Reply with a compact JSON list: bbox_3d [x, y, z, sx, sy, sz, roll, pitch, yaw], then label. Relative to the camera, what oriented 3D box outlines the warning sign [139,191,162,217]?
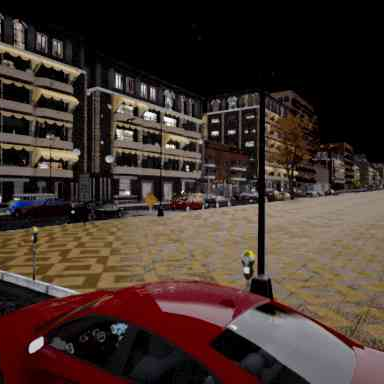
[{"bbox_3d":[-3.079,0.851,24.818,1.300,1.860,1.060,-1,0,35],"label":"warning sign"}]

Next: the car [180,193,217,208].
[{"bbox_3d":[0.876,0.950,39.229,1.882,1.535,5.008,1,1,35],"label":"car"}]

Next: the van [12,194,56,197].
[{"bbox_3d":[-13.578,1.035,28.510,1.690,1.788,3.998,2,2,35],"label":"van"}]

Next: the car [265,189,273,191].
[{"bbox_3d":[14.540,0.452,58.899,2.097,1.767,4.553,1,1,35],"label":"car"}]

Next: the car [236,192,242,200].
[{"bbox_3d":[8.649,0.650,60.539,1.947,1.339,4.313,2,2,35],"label":"car"}]

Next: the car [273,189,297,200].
[{"bbox_3d":[15.631,0.675,55.899,1.752,1.417,4.829,2,2,35],"label":"car"}]

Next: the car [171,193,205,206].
[{"bbox_3d":[-0.439,0.889,42.905,1.882,1.535,5.008,1,1,35],"label":"car"}]

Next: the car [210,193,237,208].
[{"bbox_3d":[2.830,1.050,37.460,2.008,1.369,4.403,2,2,35],"label":"car"}]

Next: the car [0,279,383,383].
[{"bbox_3d":[-0.318,1.544,3.094,4.507,1.381,1.887,0,0,36],"label":"car"}]

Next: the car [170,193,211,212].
[{"bbox_3d":[-0.346,1.132,32.885,1.887,1.381,4.507,2,2,35],"label":"car"}]

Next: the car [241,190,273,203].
[{"bbox_3d":[9.182,0.876,46.610,2.008,1.369,4.403,2,2,35],"label":"car"}]

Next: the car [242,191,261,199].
[{"bbox_3d":[11.728,0.525,64.972,1.752,1.417,4.829,2,2,35],"label":"car"}]

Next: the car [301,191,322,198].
[{"bbox_3d":[25.061,0.446,69.484,2.008,1.369,4.403,2,2,35],"label":"car"}]

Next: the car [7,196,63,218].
[{"bbox_3d":[-11.523,1.264,26.958,2.033,1.411,5.357,1,1,35],"label":"car"}]

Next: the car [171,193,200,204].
[{"bbox_3d":[-0.878,0.910,46.814,1.947,1.339,4.313,2,2,35],"label":"car"}]

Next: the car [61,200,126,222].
[{"bbox_3d":[-6.696,1.329,23.737,1.947,1.339,4.313,2,2,35],"label":"car"}]

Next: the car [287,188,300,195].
[{"bbox_3d":[24.530,-0.030,83.405,2.192,1.841,5.009,2,2,35],"label":"car"}]

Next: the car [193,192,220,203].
[{"bbox_3d":[2.298,0.808,51.389,2.008,1.369,4.403,2,2,35],"label":"car"}]

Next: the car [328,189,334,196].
[{"bbox_3d":[34.588,0.079,83.205,1.967,1.590,4.097,2,2,35],"label":"car"}]

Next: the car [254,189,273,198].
[{"bbox_3d":[15.004,0.227,69.682,2.192,1.841,5.009,2,2,35],"label":"car"}]

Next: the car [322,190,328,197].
[{"bbox_3d":[28.236,0.360,74.058,2.008,1.369,4.403,2,2,35],"label":"car"}]
